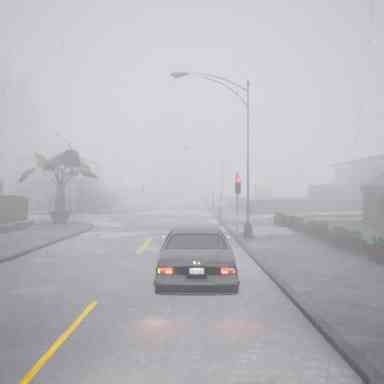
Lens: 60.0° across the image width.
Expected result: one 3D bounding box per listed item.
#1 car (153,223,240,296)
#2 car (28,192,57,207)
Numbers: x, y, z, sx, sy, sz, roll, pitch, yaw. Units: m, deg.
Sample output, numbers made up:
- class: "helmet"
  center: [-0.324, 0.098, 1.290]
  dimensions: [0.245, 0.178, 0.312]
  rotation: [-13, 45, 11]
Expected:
- class: "car"
  center: [0.103, 1.547, 8.835]
  dimensions: [2.033, 1.411, 5.357]
  rotation: [0, 0, 0]
- class: "car"
  center: [-19.730, 0.985, 43.886]
  dimensions: [1.905, 1.878, 3.866]
  rotation: [0, 0, 35]
